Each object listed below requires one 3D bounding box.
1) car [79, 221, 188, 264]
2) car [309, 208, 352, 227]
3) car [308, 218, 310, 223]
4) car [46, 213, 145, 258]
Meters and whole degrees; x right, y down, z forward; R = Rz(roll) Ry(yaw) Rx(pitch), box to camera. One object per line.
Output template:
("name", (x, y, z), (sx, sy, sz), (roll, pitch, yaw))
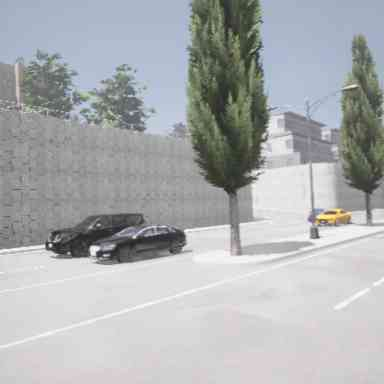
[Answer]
("car", (-2.359, 2.299, 15.568), (4.902, 1.511, 2.128), (0, -4, -45))
("car", (13.314, 2.360, 31.208), (5.008, 1.535, 1.882), (0, -4, -45))
("car", (14.441, 2.575, 37.762), (1.882, 1.535, 5.008), (-2, -1, 24))
("car", (-4.880, 2.237, 18.010), (5.566, 2.045, 2.150), (0, -4, -45))
